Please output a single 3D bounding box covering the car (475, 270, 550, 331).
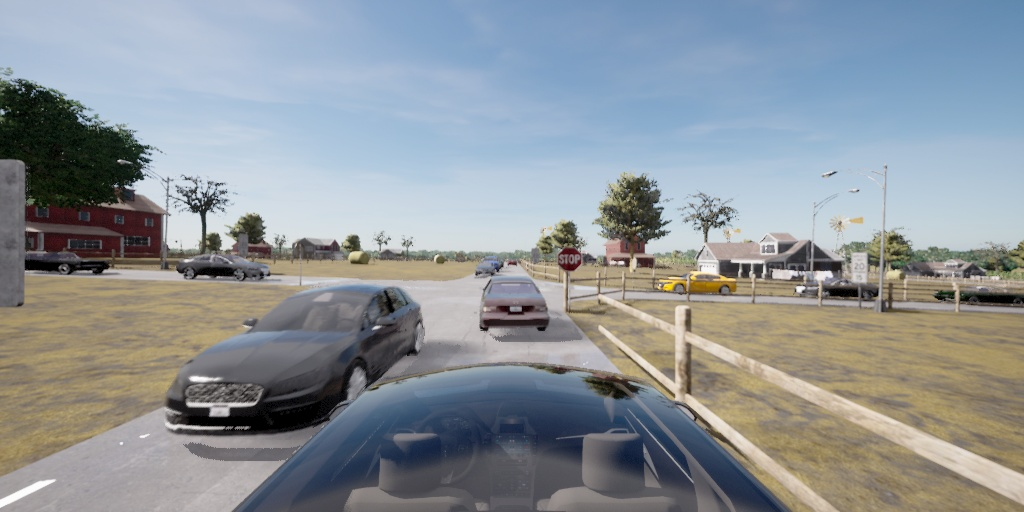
[{"bbox_3d":[-0.047,1.321,11.108,2.033,1.411,5.357,0,0,-3],"label":"car"}]

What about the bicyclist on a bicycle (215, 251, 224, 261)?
[{"bbox_3d":[-22.594,0.467,27.553,0.582,1.620,1.656,2,0,0],"label":"bicyclist on a bicycle"}]

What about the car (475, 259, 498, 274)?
[{"bbox_3d":[-2.818,1.375,38.290,1.812,1.442,4.674,0,0,0],"label":"car"}]

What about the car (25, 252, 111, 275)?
[{"bbox_3d":[-27.341,0.412,21.570,4.718,1.301,1.895,2,0,0],"label":"car"}]

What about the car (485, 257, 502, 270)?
[{"bbox_3d":[-2.796,1.100,48.254,2.150,2.045,5.566,0,0,0],"label":"car"}]

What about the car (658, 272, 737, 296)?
[{"bbox_3d":[12.582,1.825,24.472,5.008,1.535,1.882,2,0,-2],"label":"car"}]

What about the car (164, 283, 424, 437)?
[{"bbox_3d":[-2.808,1.264,5.904,1.837,1.490,4.892,0,0,1],"label":"car"}]

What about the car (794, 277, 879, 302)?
[{"bbox_3d":[22.118,2.217,24.529,4.902,1.511,2.128,2,0,0],"label":"car"}]

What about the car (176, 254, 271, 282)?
[{"bbox_3d":[-17.238,0.677,21.569,4.902,1.511,2.128,2,0,0],"label":"car"}]

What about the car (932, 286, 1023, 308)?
[{"bbox_3d":[32.020,2.731,24.524,4.718,1.301,1.895,2,0,0],"label":"car"}]

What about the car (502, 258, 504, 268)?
[{"bbox_3d":[-2.782,1.266,58.314,2.097,1.767,4.553,0,0,0],"label":"car"}]
